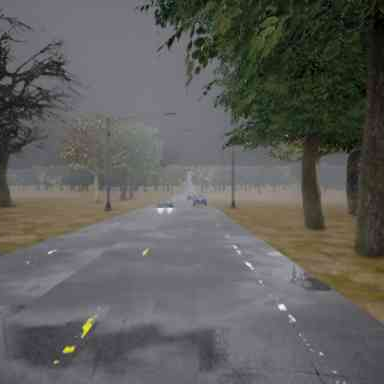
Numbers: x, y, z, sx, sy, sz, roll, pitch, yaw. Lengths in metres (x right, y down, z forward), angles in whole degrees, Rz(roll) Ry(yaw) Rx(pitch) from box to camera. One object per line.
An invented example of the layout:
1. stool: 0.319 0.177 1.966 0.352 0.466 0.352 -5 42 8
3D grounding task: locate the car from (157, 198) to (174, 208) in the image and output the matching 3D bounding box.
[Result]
1. car: -3.574 1.472 45.436 1.994 1.385 4.181 0 0 0

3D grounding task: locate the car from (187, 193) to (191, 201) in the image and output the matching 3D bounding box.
1. car: 0.000 0.959 70.934 2.097 1.767 4.553 0 0 0

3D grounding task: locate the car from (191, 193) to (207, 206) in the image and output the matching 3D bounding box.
1. car: 1.224 1.233 51.595 2.097 1.767 4.553 0 0 0
